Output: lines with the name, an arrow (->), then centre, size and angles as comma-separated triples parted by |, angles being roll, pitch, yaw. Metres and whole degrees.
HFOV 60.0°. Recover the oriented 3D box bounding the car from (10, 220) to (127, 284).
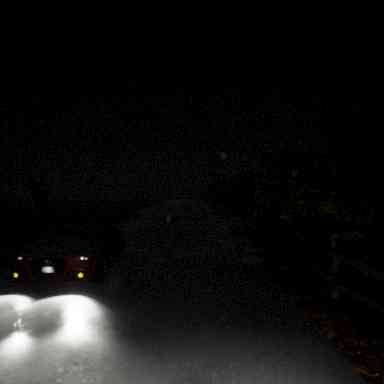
car -> -3.120, 1.487, 9.226 | 1.994, 1.385, 4.181 | 0, 0, 1
